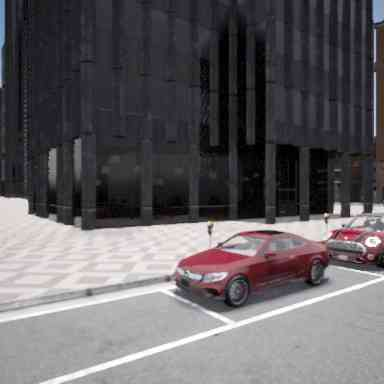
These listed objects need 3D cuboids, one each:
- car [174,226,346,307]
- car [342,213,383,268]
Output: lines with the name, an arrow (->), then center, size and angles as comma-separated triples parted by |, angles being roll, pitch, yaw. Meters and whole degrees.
car -> 1.571, 1.586, 7.888 | 4.206, 1.307, 1.802 | 0, 0, -36
car -> 6.163, 1.447, 11.166 | 4.097, 1.590, 1.967 | 0, 0, -36
